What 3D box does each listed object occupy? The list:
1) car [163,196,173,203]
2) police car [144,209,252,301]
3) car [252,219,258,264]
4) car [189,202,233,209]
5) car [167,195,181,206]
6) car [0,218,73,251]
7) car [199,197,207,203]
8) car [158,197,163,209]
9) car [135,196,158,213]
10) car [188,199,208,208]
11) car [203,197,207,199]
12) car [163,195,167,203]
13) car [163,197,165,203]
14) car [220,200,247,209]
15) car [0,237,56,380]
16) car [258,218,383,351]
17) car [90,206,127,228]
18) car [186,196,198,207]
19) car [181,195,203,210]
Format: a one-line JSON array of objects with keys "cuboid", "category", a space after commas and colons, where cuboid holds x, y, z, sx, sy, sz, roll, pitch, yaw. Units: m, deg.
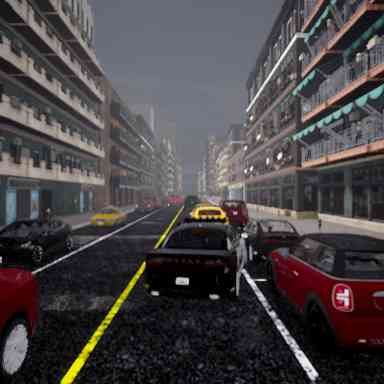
[{"cuboid": [-5.661, 1.810, 79.540, 1.967, 1.590, 4.097, 0, 0, 0], "category": "car"}, {"cuboid": [0.391, 1.465, 8.733, 1.930, 1.638, 5.238, -1, 0, 13], "category": "police car"}, {"cuboid": [2.696, 1.610, 11.897, 2.008, 1.369, 4.403, 0, 0, 0], "category": "car"}, {"cuboid": [0.906, 1.568, 18.395, 1.882, 1.535, 5.008, 0, 0, 0], "category": "car"}, {"cuboid": [-2.979, 1.512, 61.675, 2.150, 2.045, 5.566, 0, 0, 0], "category": "car"}, {"cuboid": [-5.686, 1.625, 11.903, 1.947, 1.339, 4.313, 0, 0, 0], "category": "car"}, {"cuboid": [2.722, 1.940, 85.169, 1.887, 1.381, 4.507, 0, 0, 0], "category": "car"}, {"cuboid": [-5.672, 1.533, 45.724, 2.192, 1.841, 5.009, 0, 0, 0], "category": "car"}, {"cuboid": [-5.675, 1.632, 40.087, 1.967, 1.590, 4.097, 0, 0, 0], "category": "car"}, {"cuboid": [0.838, 1.576, 24.577, 1.801, 1.575, 5.366, 0, 0, -1], "category": "car"}, {"cuboid": [2.718, 1.871, 74.067, 1.752, 1.417, 4.829, 0, 0, 0], "category": "car"}, {"cuboid": [-5.662, 1.660, 73.905, 2.192, 1.841, 5.009, 0, 0, 0], "category": "car"}, {"cuboid": [-5.672, 1.825, 51.359, 1.802, 1.307, 4.206, 0, 0, 0], "category": "car"}, {"cuboid": [2.701, 1.428, 23.171, 2.192, 1.841, 5.009, 0, 0, 0], "category": "car"}, {"cuboid": [-3.100, 1.491, 2.667, 1.882, 1.535, 5.008, 0, 0, 0], "category": "car"}, {"cuboid": [2.693, 1.472, 6.262, 1.967, 1.590, 4.097, 0, 0, 0], "category": "car"}, {"cuboid": [-5.681, 1.637, 23.006, 1.752, 1.417, 4.829, 0, 0, 0], "category": "car"}, {"cuboid": [0.020, 1.634, 59.744, 2.097, 1.767, 4.553, 0, 0, 0], "category": "car"}, {"cuboid": [0.018, 1.436, 45.054, 2.150, 2.045, 5.566, 0, 0, 0], "category": "car"}]
